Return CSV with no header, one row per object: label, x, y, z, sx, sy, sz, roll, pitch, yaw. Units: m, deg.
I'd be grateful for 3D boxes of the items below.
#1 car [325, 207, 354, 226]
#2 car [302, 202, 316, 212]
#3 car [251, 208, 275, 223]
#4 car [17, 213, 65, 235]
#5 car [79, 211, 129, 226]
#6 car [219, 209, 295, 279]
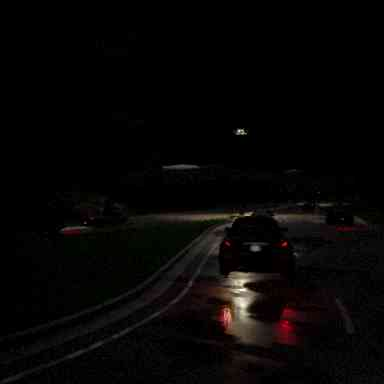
car,12.951,2.090,29.337,1.882,1.535,5.008,-1,-2,18
car,21.345,2.894,61.317,1.994,1.385,4.181,-1,-2,21
car,7.576,2.416,35.227,1.895,1.301,4.718,-1,-2,19
car,-10.868,2.160,21.951,2.128,1.511,4.902,-2,-2,37
car,-8.245,2.480,31.394,1.895,1.301,4.718,-2,-2,34
car,2.152,1.620,11.213,2.097,1.767,4.553,-1,-1,11
